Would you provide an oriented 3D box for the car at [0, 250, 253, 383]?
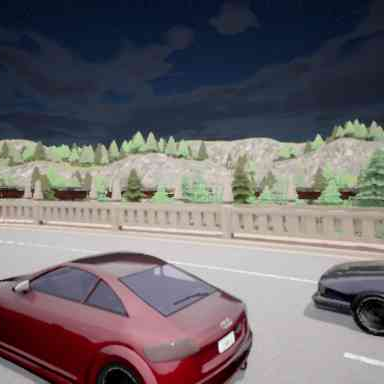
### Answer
[{"bbox_3d":[-1.307,1.550,4.624,4.181,1.385,1.994,0,0,33],"label":"car"}]

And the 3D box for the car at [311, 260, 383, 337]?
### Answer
[{"bbox_3d":[4.676,1.517,4.849,5.357,1.411,2.033,0,0,35],"label":"car"}]
